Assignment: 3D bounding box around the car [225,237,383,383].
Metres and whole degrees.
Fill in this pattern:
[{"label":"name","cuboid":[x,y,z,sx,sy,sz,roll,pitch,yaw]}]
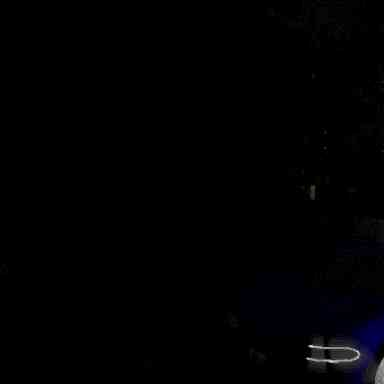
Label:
[{"label":"car","cuboid":[2.731,1.477,4.996,5.008,1.535,1.882,0,0,-35]}]
